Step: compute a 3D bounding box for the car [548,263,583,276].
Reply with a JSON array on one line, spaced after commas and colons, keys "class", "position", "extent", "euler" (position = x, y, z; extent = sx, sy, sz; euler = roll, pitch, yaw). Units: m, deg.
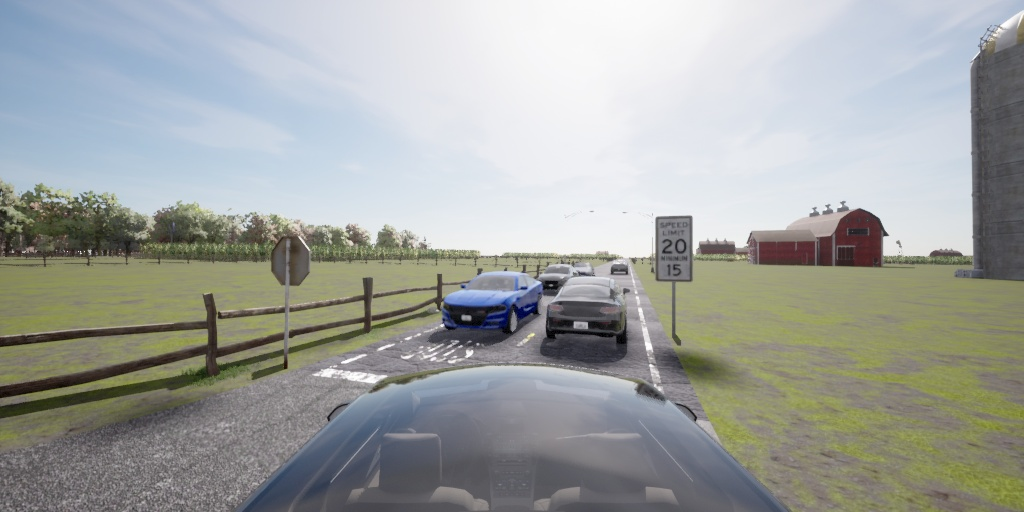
[{"class": "car", "position": [2.759, 1.267, 20.862], "extent": [1.837, 1.490, 4.892], "euler": [0, 0, 18]}]

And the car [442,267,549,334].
[{"class": "car", "position": [-0.365, 1.233, 11.040], "extent": [1.882, 1.535, 5.008], "euler": [0, 0, 17]}]

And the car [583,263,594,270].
[{"class": "car", "position": [6.288, 1.316, 31.773], "extent": [2.033, 1.411, 5.357], "euler": [0, 0, 18]}]

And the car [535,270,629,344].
[{"class": "car", "position": [2.139, 1.280, 9.665], "extent": [1.812, 1.442, 4.674], "euler": [0, 0, 18]}]

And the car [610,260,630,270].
[{"class": "car", "position": [12.333, 1.266, 41.052], "extent": [2.128, 1.511, 4.902], "euler": [0, 0, 18]}]
